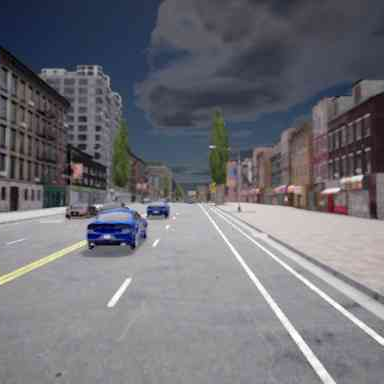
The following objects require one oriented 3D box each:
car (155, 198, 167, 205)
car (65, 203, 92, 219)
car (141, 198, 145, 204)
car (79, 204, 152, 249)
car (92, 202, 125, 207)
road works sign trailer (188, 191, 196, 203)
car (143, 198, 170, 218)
[{"bbox_3d":[-6.478,2.031,69.473,2.033,1.411,5.357,0,-1,0],"label":"car"},{"bbox_3d":[-9.836,1.669,29.901,1.994,1.385,4.181,0,0,0],"label":"car"},{"bbox_3d":[-9.727,2.040,71.281,1.812,1.442,4.674,0,-1,0],"label":"car"},{"bbox_3d":[-3.148,1.515,14.811,1.882,1.535,5.008,0,0,0],"label":"car"},{"bbox_3d":[-6.588,1.600,28.119,1.837,1.490,4.892,0,0,0],"label":"car"},{"bbox_3d":[0.053,1.395,95.450,2.380,3.560,2.880,1,-2,0],"label":"road works sign trailer"},{"bbox_3d":[-3.142,1.592,31.681,1.882,1.535,5.008,0,0,0],"label":"car"}]
